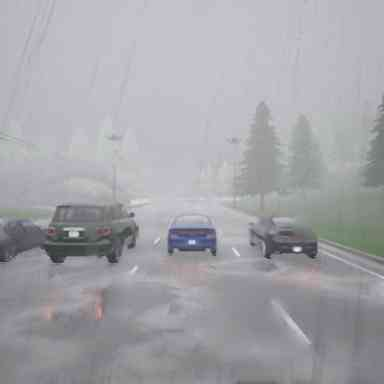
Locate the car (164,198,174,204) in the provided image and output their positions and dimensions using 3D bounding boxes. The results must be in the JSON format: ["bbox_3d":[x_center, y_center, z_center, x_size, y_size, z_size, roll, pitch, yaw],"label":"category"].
[{"bbox_3d":[-7.018,2.568,94.668,1.812,1.442,4.674,0,-1,0],"label":"car"}]

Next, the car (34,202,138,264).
[{"bbox_3d":[-3.494,1.366,12.553,2.150,2.045,5.566,0,0,0],"label":"car"}]

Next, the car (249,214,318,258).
[{"bbox_3d":[3.515,1.659,13.478,1.837,1.490,4.892,0,0,0],"label":"car"}]

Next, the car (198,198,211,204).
[{"bbox_3d":[3.482,2.603,94.036,1.895,1.301,4.718,0,-1,0],"label":"car"}]

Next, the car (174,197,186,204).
[{"bbox_3d":[-3.518,2.639,95.024,1.895,1.301,4.718,0,-1,0],"label":"car"}]

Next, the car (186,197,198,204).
[{"bbox_3d":[-0.018,2.625,94.424,1.895,1.301,4.718,0,-1,0],"label":"car"}]

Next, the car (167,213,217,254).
[{"bbox_3d":[0.021,1.637,14.214,1.882,1.535,5.008,0,0,0],"label":"car"}]

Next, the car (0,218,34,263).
[{"bbox_3d":[-6.995,1.688,12.484,2.033,1.411,5.357,0,-1,0],"label":"car"}]
